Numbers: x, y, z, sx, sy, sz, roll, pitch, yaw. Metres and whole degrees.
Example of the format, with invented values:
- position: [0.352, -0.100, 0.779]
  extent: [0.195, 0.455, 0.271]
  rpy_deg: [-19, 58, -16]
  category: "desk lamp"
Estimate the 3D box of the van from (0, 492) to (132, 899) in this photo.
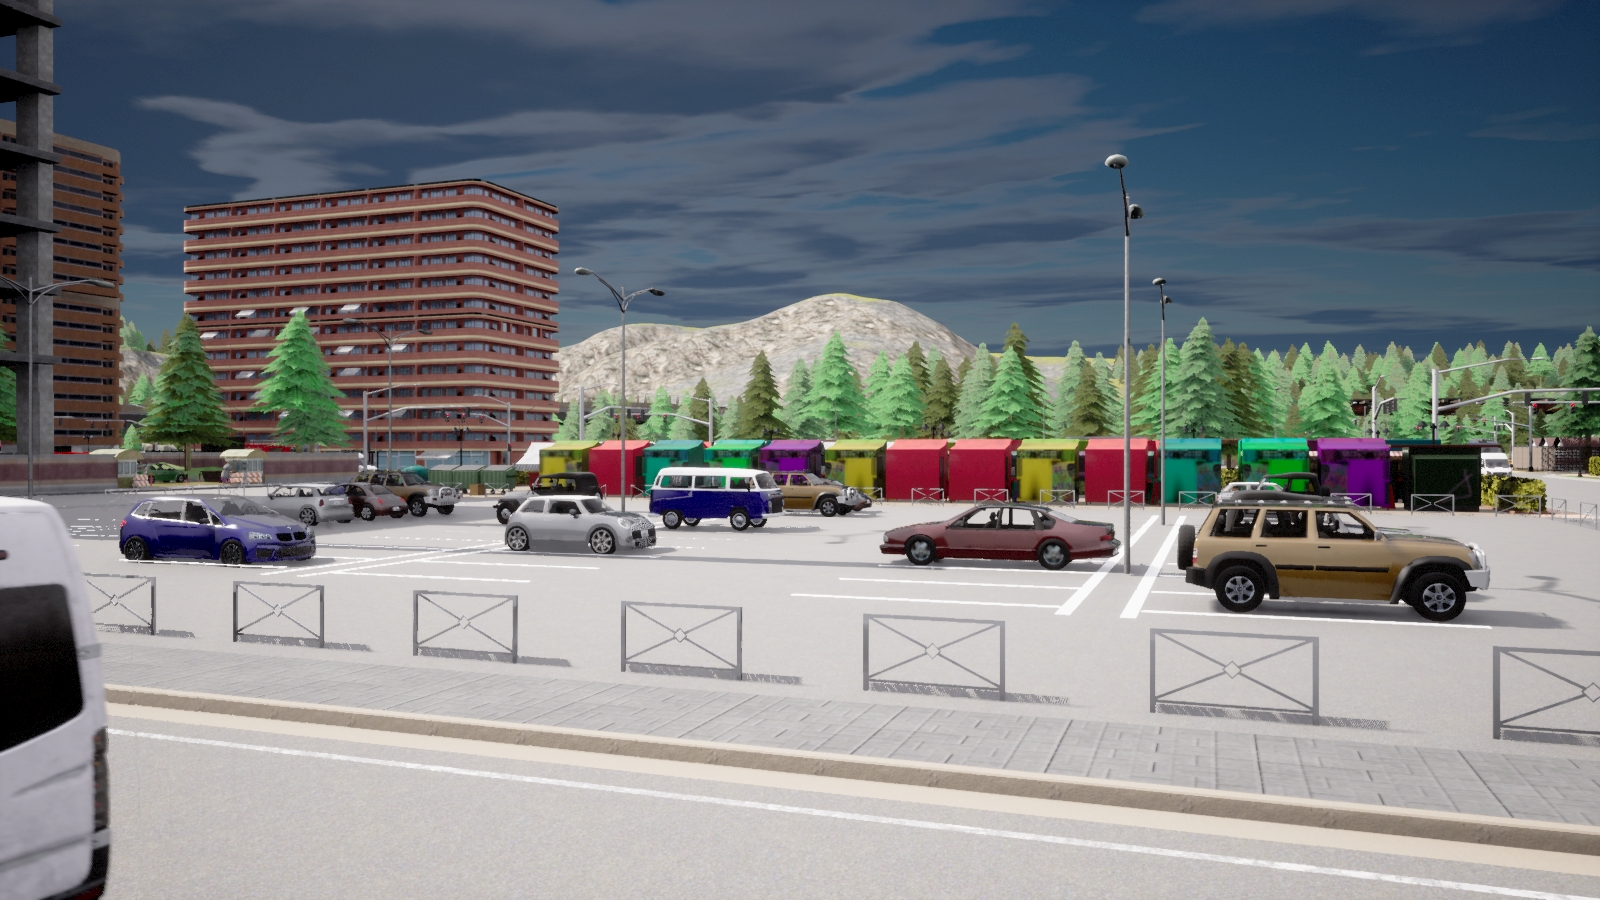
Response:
- position: [-6.692, 1.534, 6.830]
  extent: [5.915, 2.561, 1.988]
  rpy_deg: [0, 0, 30]
  category: "van"
